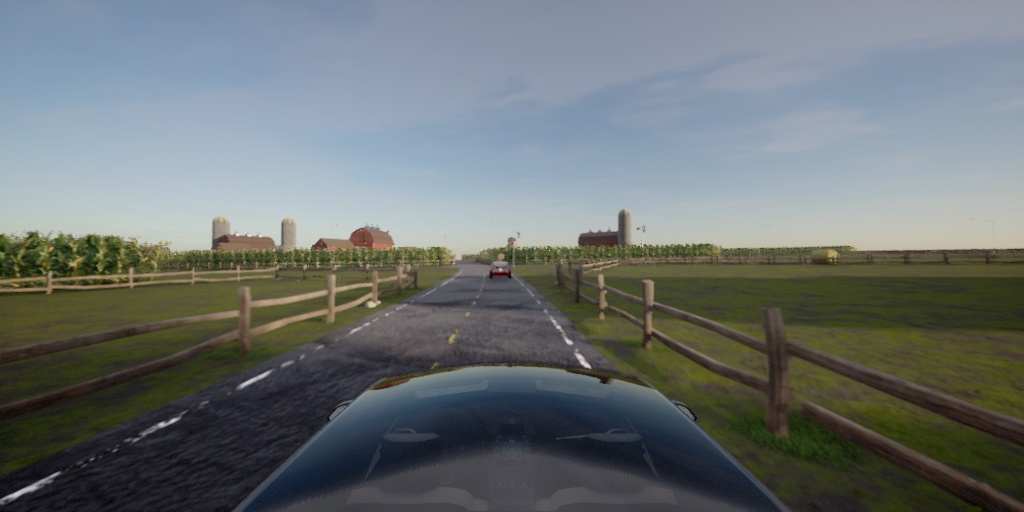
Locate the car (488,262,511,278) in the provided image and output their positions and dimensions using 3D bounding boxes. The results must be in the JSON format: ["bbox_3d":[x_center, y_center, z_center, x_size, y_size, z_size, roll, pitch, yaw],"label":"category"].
[{"bbox_3d":[-1.135,1.246,33.120,2.163,1.488,4.792,0,0,-4],"label":"car"}]
